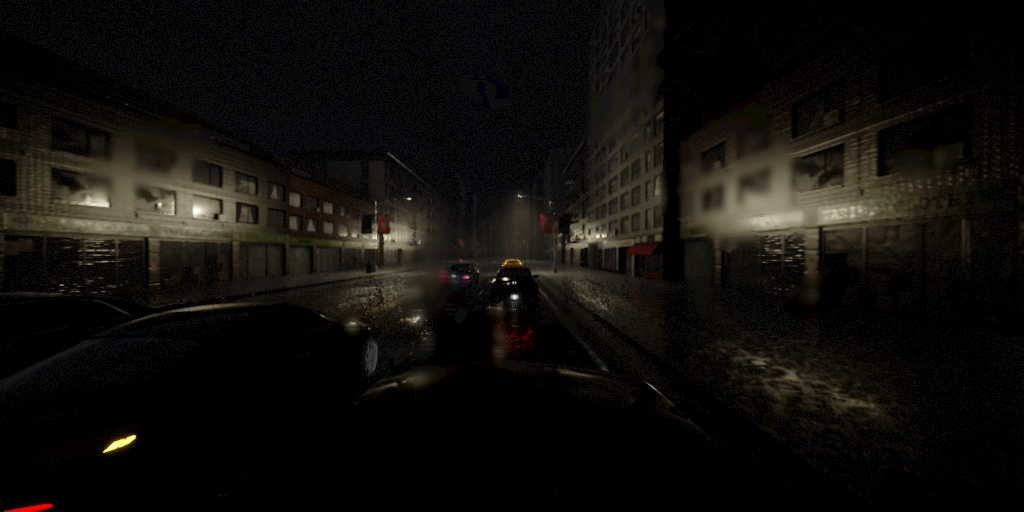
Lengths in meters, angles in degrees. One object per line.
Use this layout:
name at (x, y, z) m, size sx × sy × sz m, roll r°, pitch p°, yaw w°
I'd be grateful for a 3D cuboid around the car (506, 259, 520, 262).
car at (0.090, 1.081, 35.426) m, size 1.882 × 1.535 × 5.008 m, roll 0°, pitch 0°, yaw 0°

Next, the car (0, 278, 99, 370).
car at (-9.845, 1.238, 5.302) m, size 1.837 × 1.490 × 4.892 m, roll 0°, pitch 0°, yaw 0°

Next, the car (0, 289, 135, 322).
car at (-6.596, 1.244, 4.035) m, size 1.837 × 1.490 × 4.892 m, roll 0°, pitch 0°, yaw 0°

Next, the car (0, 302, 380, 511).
car at (-3.147, 1.264, 4.189) m, size 1.812 × 1.442 × 4.674 m, roll 0°, pitch 0°, yaw 0°

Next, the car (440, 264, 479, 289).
car at (-3.154, 1.206, 22.352) m, size 2.033 × 1.411 × 5.357 m, roll 0°, pitch 0°, yaw 0°

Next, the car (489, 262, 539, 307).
car at (0.096, 1.195, 15.187) m, size 1.837 × 1.490 × 4.892 m, roll 0°, pitch 0°, yaw 0°
